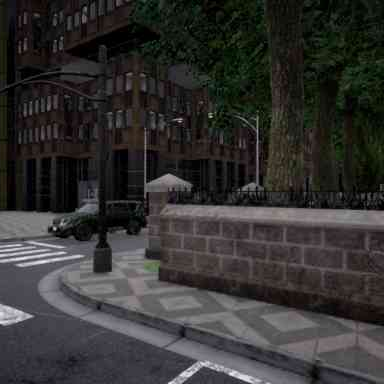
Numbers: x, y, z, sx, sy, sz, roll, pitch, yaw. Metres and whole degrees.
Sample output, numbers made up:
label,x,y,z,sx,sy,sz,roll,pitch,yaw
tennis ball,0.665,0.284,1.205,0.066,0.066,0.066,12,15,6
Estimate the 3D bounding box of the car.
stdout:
label,x,y,z,sx,sy,sz,roll,pitch,yaw
car,-5.024,1.493,18.466,2.150,2.045,5.566,0,-1,38
